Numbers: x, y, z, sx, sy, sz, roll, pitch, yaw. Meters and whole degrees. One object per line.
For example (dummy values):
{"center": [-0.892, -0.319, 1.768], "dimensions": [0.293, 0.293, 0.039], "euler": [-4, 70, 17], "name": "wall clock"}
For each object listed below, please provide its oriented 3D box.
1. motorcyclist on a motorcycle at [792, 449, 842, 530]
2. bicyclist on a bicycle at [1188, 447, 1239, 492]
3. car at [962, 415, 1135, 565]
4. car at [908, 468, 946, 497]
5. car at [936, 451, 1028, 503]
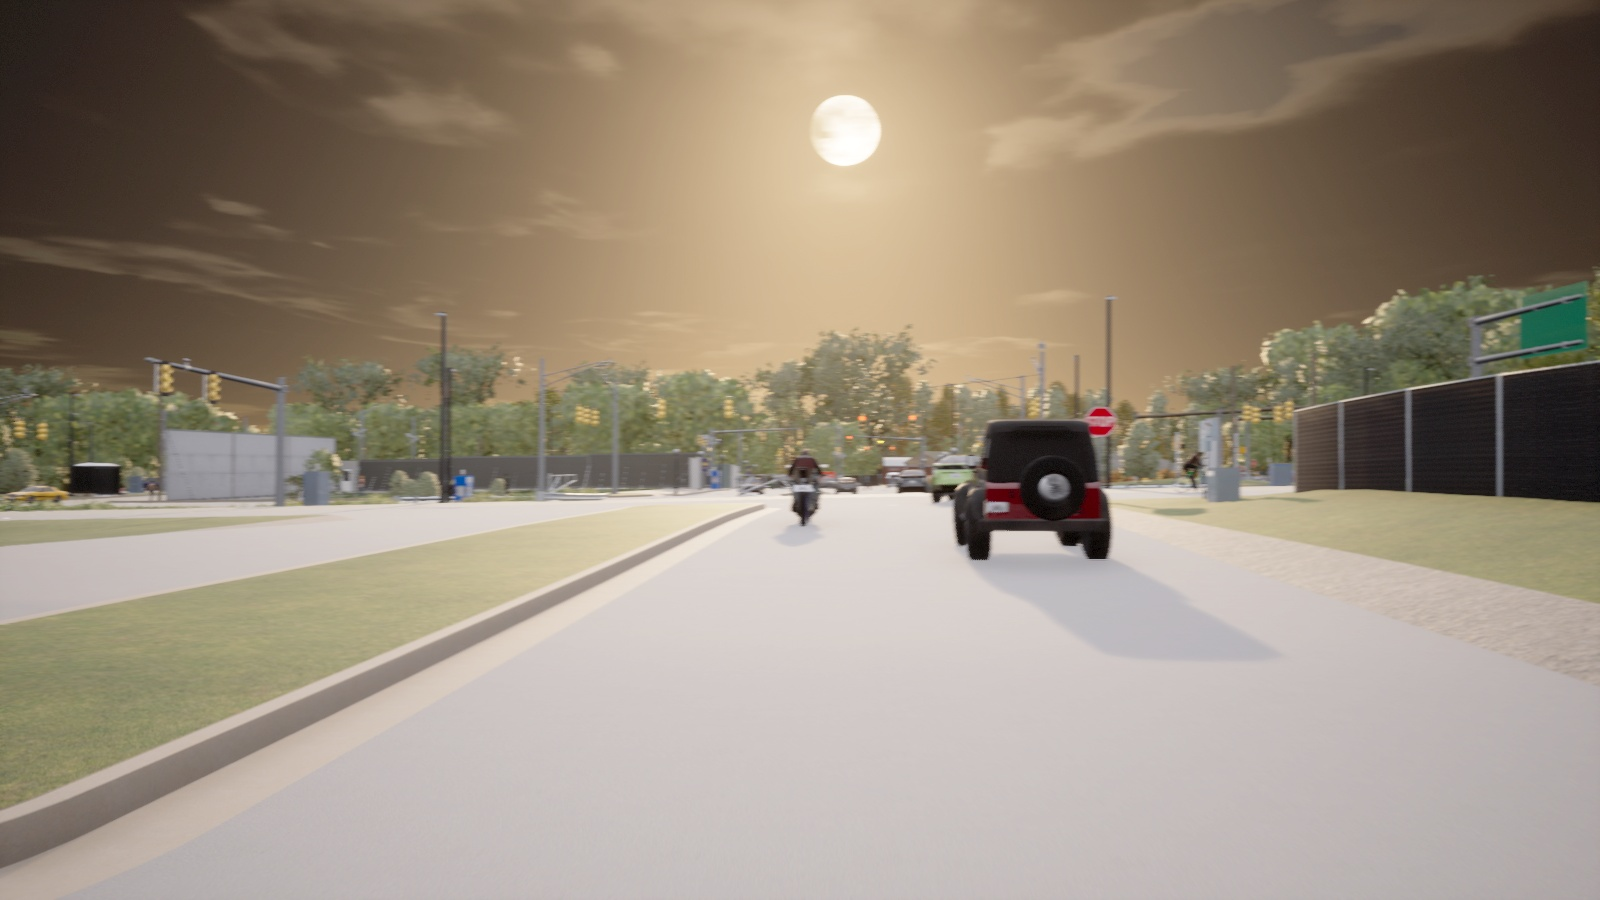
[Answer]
{"center": [0.368, 0.762, 25.179], "dimensions": [0.866, 1.530, 2.191], "euler": [-1, 0, 4], "name": "motorcyclist on a motorcycle"}
{"center": [15.224, 0.728, 46.245], "dimensions": [1.656, 1.620, 0.582], "euler": [-1, -1, 3], "name": "bicyclist on a bicycle"}
{"center": [3.396, 0.501, 17.825], "dimensions": [1.905, 1.878, 3.866], "euler": [0, 0, 4], "name": "car"}
{"center": [7.202, 1.819, 71.002], "dimensions": [2.007, 1.525, 4.514], "euler": [-1, -1, 7], "name": "car"}
{"center": [5.904, 0.841, 40.311], "dimensions": [2.007, 1.525, 4.514], "euler": [-2, -1, 20], "name": "car"}
